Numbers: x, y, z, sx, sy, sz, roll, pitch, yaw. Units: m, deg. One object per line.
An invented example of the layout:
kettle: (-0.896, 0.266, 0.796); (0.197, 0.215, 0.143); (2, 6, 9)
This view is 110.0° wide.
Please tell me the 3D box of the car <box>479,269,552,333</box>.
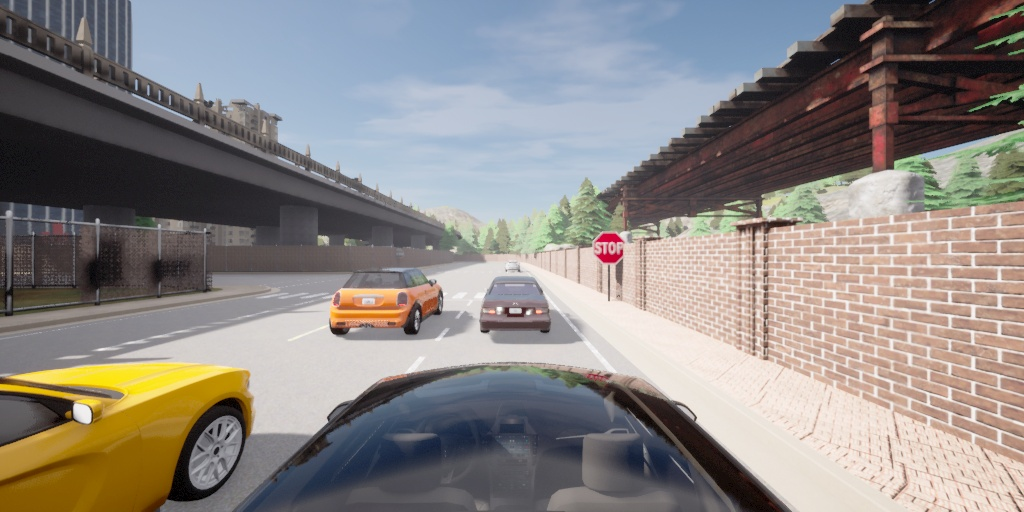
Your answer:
car: (0.078, 1.297, 10.693); (2.033, 1.411, 5.357); (0, 0, 0)

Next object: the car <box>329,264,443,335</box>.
car: (-3.423, 1.101, 10.670); (2.097, 1.767, 4.553); (0, 0, 0)

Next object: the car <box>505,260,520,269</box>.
car: (0.086, 1.273, 45.510); (1.812, 1.442, 4.674); (0, 0, -1)

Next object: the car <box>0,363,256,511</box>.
car: (-3.399, 1.228, 1.413); (1.882, 1.535, 5.008); (0, 0, 0)
